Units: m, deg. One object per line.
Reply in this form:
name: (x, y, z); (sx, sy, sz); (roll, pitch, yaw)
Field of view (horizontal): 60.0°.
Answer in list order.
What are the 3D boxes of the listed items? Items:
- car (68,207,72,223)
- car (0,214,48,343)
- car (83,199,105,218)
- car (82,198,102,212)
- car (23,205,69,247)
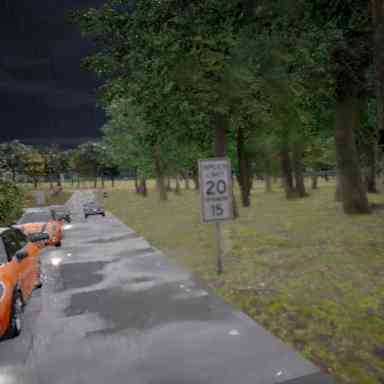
car: (-11.142, 1.851, 27.880); (1.837, 1.490, 4.892); (-4, 1, -18)
car: (-4.312, 1.585, 6.544); (2.097, 1.767, 4.553); (-4, 1, -18)
car: (-9.501, 1.705, 32.371); (2.033, 1.411, 5.357); (-4, 1, -18)
car: (-13.050, 1.672, 43.202); (2.128, 1.511, 4.902); (-4, 1, -19)
car: (-7.382, 1.664, 16.115); (2.097, 1.767, 4.553); (-4, 1, -18)
